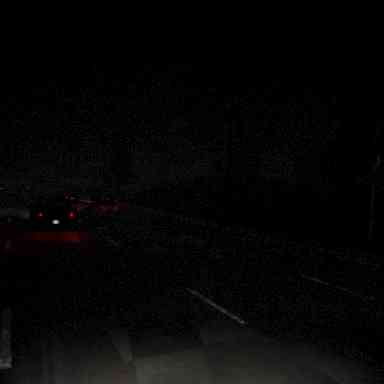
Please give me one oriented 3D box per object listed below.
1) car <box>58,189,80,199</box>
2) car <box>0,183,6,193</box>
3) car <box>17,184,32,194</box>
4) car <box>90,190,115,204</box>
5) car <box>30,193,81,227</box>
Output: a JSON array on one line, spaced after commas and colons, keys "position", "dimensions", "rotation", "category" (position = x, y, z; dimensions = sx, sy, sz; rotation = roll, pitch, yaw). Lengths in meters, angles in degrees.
[{"position": [-12.977, 0.377, 35.000], "dimensions": [1.812, 1.442, 4.674], "rotation": [2, 1, -29], "category": "car"}, {"position": [-28.593, -0.575, 49.078], "dimensions": [2.033, 1.411, 5.357], "rotation": [2, 1, -29], "category": "car"}, {"position": [-25.499, -0.489, 50.712], "dimensions": [1.837, 1.490, 4.892], "rotation": [2, 0, -29], "category": "car"}, {"position": [-9.804, 0.512, 36.486], "dimensions": [1.812, 1.442, 4.674], "rotation": [2, 1, -29], "category": "car"}, {"position": [-7.275, 0.991, 17.176], "dimensions": [1.895, 1.301, 4.718], "rotation": [2, 1, -29], "category": "car"}]
